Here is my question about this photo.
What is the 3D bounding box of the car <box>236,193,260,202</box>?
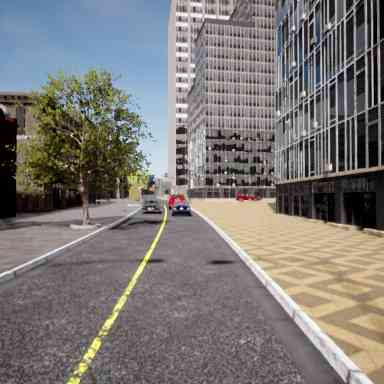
[{"bbox_3d":[11.568,1.205,68.741,5.009,1.841,2.192,0,-1,13],"label":"car"}]

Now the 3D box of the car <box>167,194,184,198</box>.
[{"bbox_3d":[-1.972,1.225,43.317,2.150,2.045,5.566,0,0,-5],"label":"car"}]

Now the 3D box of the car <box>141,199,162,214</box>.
[{"bbox_3d":[-4.238,1.505,34.989,1.837,1.490,4.892,0,0,-4],"label":"car"}]

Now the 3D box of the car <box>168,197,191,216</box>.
[{"bbox_3d":[-1.111,1.552,32.626,2.033,1.411,5.357,0,0,-4],"label":"car"}]
